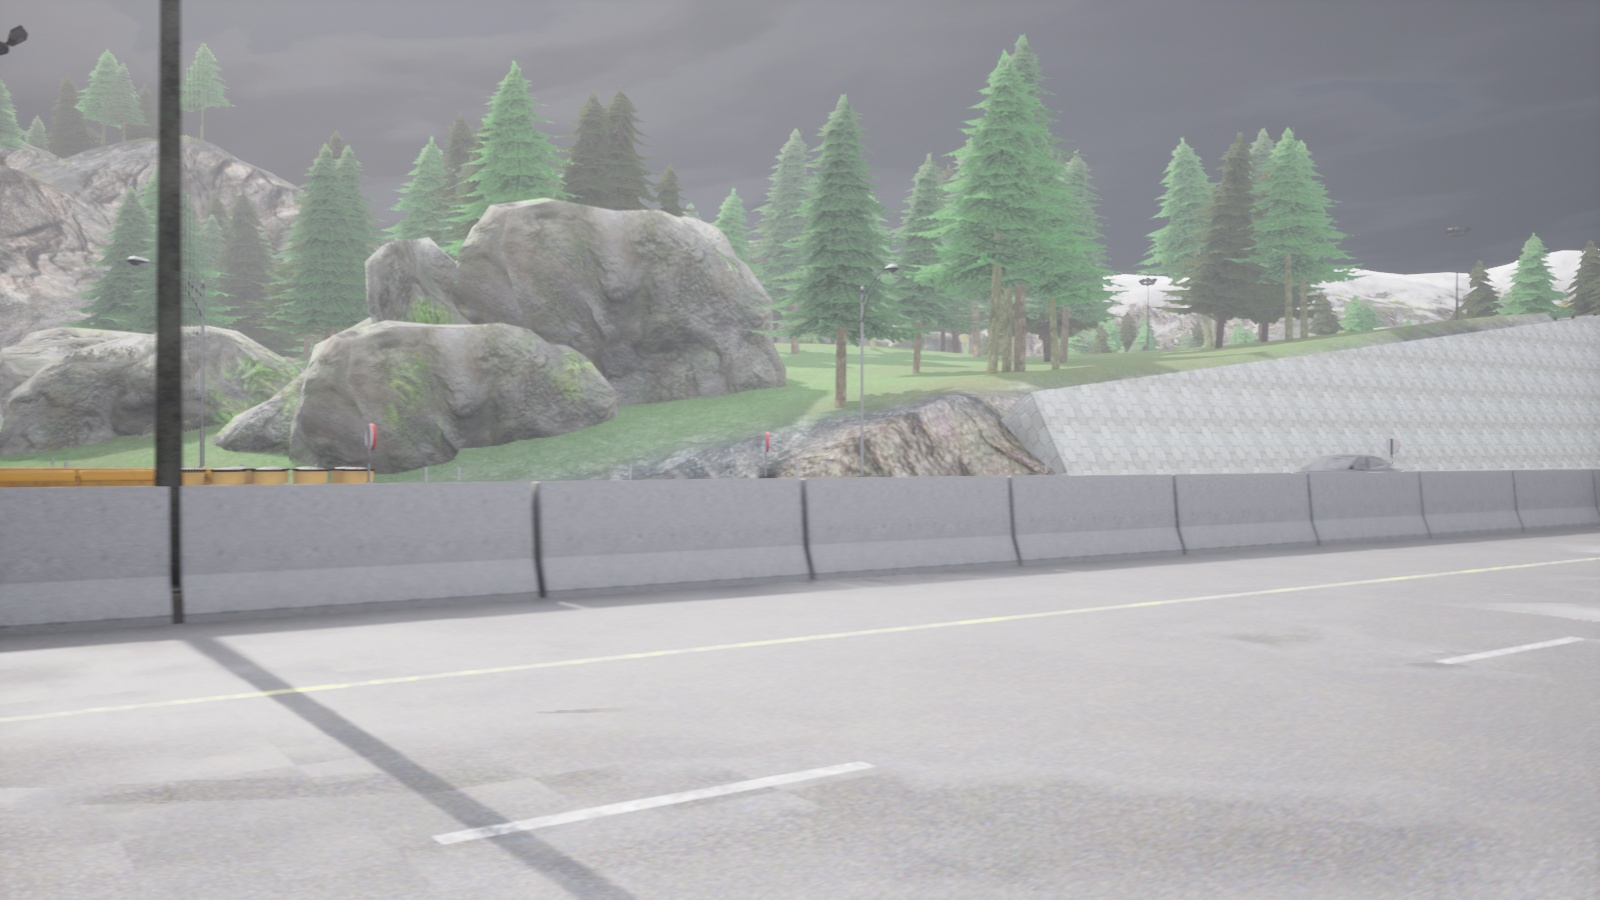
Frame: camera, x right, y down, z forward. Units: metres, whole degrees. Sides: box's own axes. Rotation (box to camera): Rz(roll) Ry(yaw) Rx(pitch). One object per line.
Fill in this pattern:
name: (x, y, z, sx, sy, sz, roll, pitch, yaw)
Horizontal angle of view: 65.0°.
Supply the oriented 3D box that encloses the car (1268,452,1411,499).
car: (17.954, 0.809, 41.741, 4.792, 1.488, 2.163, 0, 0, -35)
